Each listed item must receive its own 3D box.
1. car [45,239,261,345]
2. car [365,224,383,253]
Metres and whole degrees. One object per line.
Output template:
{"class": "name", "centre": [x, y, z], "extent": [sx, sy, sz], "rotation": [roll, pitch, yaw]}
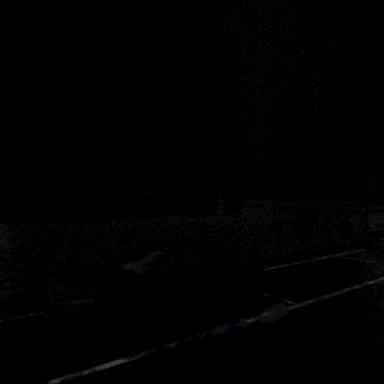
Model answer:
{"class": "car", "centre": [-0.501, 1.590, 6.308], "extent": [4.206, 1.307, 1.802], "rotation": [0, -1, -36]}
{"class": "car", "centre": [8.242, 1.571, 12.573], "extent": [4.403, 1.369, 2.008], "rotation": [0, -1, -36]}
